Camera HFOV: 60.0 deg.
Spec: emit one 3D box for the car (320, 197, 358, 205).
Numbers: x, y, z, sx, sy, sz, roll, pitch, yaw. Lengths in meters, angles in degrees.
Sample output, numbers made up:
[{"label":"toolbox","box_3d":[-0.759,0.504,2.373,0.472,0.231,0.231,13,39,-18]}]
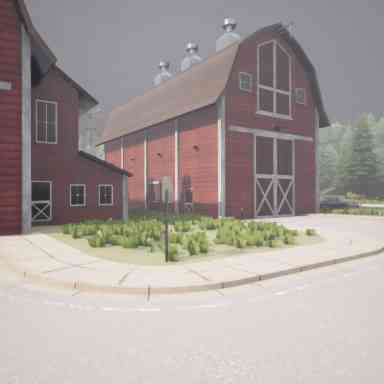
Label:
[{"label":"car","box_3d":[17.606,1.403,39.848,2.097,1.767,4.553,0,0,-34]}]
